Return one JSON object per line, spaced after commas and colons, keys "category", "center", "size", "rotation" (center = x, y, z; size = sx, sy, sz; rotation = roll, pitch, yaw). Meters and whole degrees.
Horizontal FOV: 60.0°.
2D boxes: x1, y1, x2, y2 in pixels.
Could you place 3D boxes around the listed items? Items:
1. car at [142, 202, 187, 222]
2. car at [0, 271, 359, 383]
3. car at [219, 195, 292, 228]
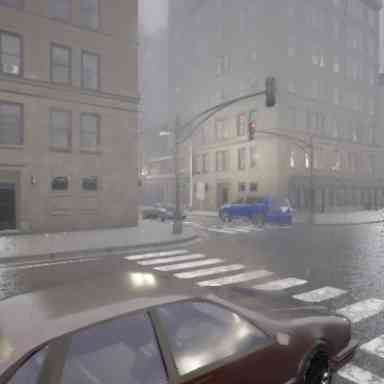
{"category": "car", "center": [-2.182, 1.514, 25.722], "size": [1.994, 1.385, 4.181], "rotation": [0, 0, -36]}
{"category": "car", "center": [-0.541, 1.550, 3.157], "size": [5.357, 1.411, 2.033], "rotation": [0, 0, -38]}
{"category": "car", "center": [4.158, 1.205, 22.475], "size": [2.150, 2.045, 5.566], "rotation": [1, 0, -32]}
